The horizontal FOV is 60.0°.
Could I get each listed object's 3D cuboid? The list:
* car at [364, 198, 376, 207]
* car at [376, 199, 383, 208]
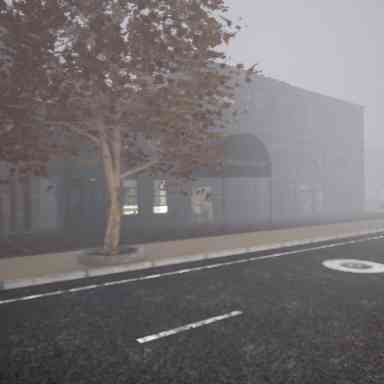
[{"bbox_3d":[29.699,1.734,56.526,2.008,1.369,4.403,-2,0,-36],"label":"car"},{"bbox_3d":[27.793,1.748,44.767,1.947,1.339,4.313,-2,0,-36],"label":"car"}]
